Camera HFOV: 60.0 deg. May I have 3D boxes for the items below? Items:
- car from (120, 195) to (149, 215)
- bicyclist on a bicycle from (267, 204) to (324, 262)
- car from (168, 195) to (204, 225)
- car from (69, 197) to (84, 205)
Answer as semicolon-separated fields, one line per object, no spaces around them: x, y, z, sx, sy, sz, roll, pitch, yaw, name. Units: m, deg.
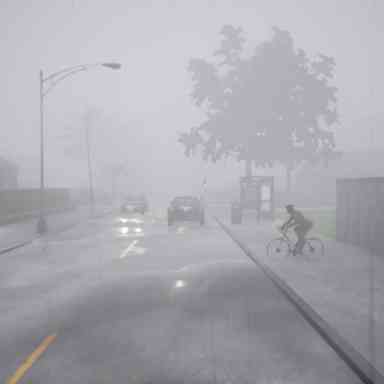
-4.642;1.019;27.217;2.128;1.511;4.902;0;1;-1;car
2.918;1.174;9.397;1.656;1.620;0.582;0;1;-1;bicyclist on a bicycle
-0.381;0.973;20.680;2.097;1.767;4.553;0;1;-1;car
-13.673;0.757;33.094;5.357;1.415;2.033;0;1;1;car
